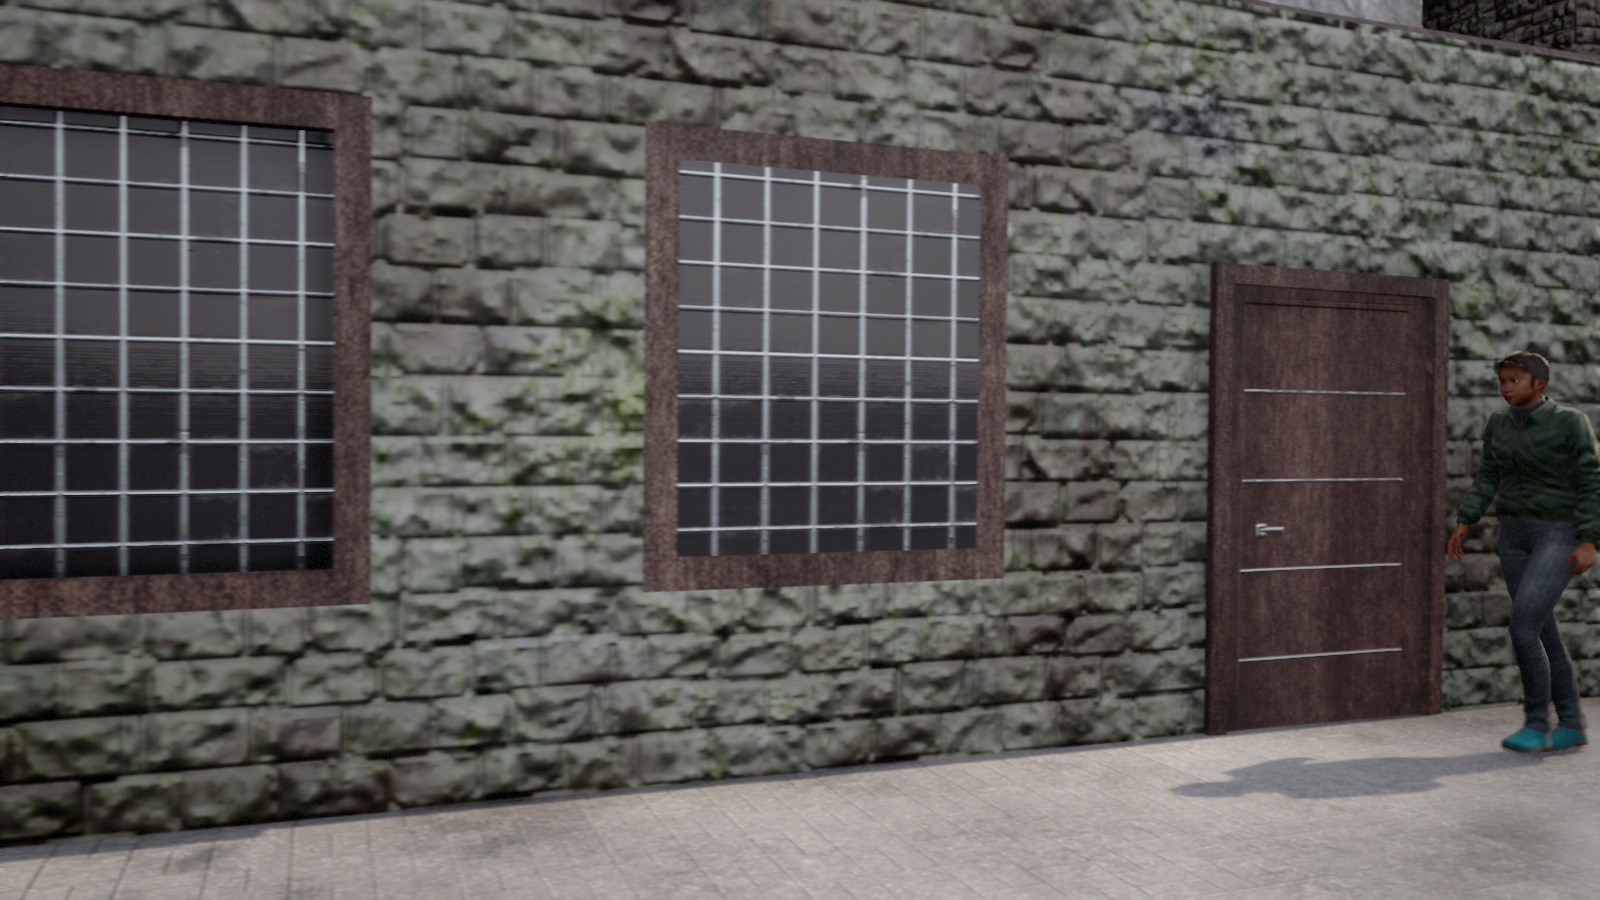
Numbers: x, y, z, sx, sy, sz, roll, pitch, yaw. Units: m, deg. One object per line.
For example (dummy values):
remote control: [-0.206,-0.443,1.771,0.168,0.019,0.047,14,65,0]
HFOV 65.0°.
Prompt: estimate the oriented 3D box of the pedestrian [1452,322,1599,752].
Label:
pedestrian: [3.315,0.368,5.639,0.614,1.847,0.353,-1,1,-19]
